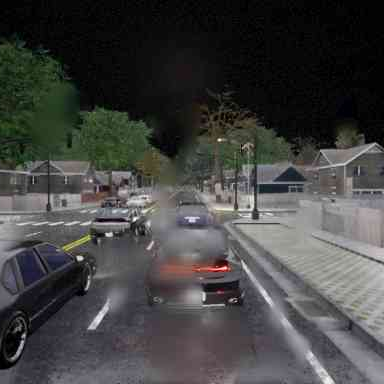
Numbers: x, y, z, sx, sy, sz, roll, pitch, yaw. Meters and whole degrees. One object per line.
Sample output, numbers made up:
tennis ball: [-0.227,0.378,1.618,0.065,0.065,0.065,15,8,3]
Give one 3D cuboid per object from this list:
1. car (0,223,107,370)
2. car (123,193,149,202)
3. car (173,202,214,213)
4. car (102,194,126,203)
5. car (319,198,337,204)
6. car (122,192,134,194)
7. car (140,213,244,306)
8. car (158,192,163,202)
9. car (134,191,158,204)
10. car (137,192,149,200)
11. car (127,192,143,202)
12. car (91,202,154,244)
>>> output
car: [-3.173,1.539,5.624,2.033,1.411,5.357,0,0,0]
car: [-6.824,1.255,41.012,1.812,1.442,4.674,0,1,0]
car: [0.073,1.290,17.050,2.097,1.767,4.553,0,0,2]
car: [-10.088,1.283,42.090,1.994,1.385,4.181,0,1,0]
car: [12.416,1.269,30.835,4.674,1.442,1.812,0,1,-3]
car: [-10.131,0.983,50.778,2.097,1.767,4.553,0,1,0]
car: [0.062,1.490,7.969,1.837,1.490,4.892,0,0,0]
car: [-6.920,0.823,60.578,2.097,1.767,4.553,0,1,0]
car: [-6.881,0.853,50.689,2.150,2.045,5.566,0,1,0]
car: [-10.152,0.832,69.151,1.994,1.385,4.181,0,1,0]
car: [-10.168,0.844,59.479,2.097,1.767,4.553,0,1,0]
car: [-3.236,1.440,15.387,2.128,1.511,4.902,0,0,0]
